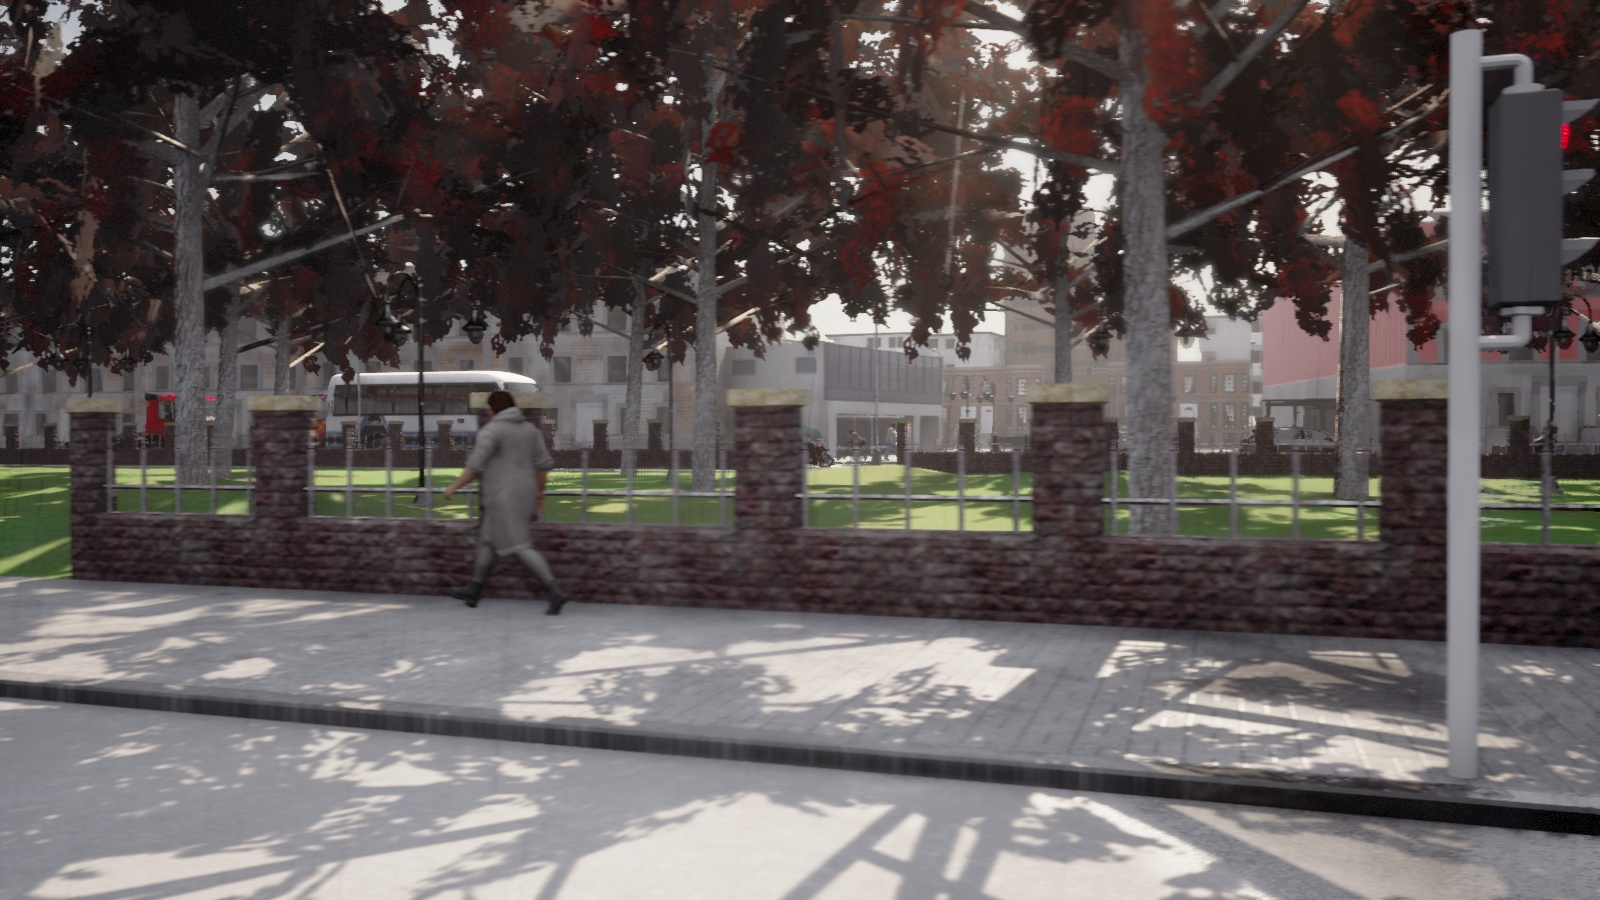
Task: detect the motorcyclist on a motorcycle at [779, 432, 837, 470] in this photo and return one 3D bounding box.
[{"bbox_3d":[0.337,0.033,51.394,2.191,1.530,0.866,1,1,19],"label":"motorcyclist on a motorcycle"}]

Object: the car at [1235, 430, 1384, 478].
[{"bbox_3d":[18.309,0.100,45.349,4.856,1.649,2.033,1,1,19],"label":"car"}]

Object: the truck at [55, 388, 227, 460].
[{"bbox_3d":[-32.760,-1.301,62.467,7.936,3.462,2.891,1,1,19],"label":"truck"}]

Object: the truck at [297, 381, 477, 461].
[{"bbox_3d":[-20.597,-1.436,62.611,8.468,3.827,2.891,1,1,19],"label":"truck"}]

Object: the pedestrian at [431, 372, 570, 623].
[{"bbox_3d":[-2.421,0.361,10.186,0.873,1.952,0.659,1,1,19],"label":"pedestrian"}]

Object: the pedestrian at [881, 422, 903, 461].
[{"bbox_3d":[4.419,-0.421,60.417,0.900,1.855,0.874,1,1,17],"label":"pedestrian"}]

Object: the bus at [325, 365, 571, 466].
[{"bbox_3d":[-15.907,-1.534,56.820,10.273,4.253,3.944,1,1,18],"label":"bus"}]
